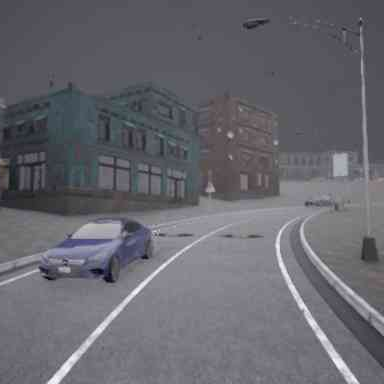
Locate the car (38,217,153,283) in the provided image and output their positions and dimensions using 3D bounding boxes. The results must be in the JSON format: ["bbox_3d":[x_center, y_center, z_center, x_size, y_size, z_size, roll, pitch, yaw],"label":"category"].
[{"bbox_3d":[-2.513,1.526,9.902,1.812,1.442,4.674,-1,0,10],"label":"car"}]

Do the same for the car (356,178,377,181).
[{"bbox_3d":[43.006,-2.817,83.612,4.674,1.452,2.002,0,-4,-3],"label":"car"}]

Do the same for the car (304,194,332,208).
[{"bbox_3d":[17.229,1.170,45.619,4.553,1.767,2.097,-1,-3,-41],"label":"car"}]

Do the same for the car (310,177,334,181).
[{"bbox_3d":[31.948,-2.874,83.150,4.892,1.521,2.231,0,-4,-2],"label":"car"}]

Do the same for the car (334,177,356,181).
[{"bbox_3d":[37.465,-2.879,83.331,4.892,1.521,2.231,0,-4,-2],"label":"car"}]

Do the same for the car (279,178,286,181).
[{"bbox_3d":[21.011,-2.966,82.816,4.553,1.767,2.185,0,-4,-2],"label":"car"}]
